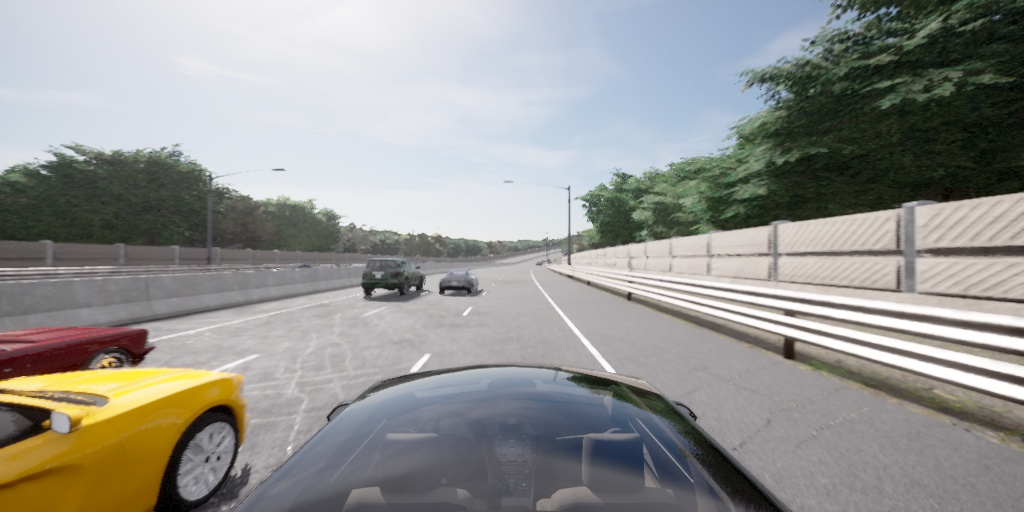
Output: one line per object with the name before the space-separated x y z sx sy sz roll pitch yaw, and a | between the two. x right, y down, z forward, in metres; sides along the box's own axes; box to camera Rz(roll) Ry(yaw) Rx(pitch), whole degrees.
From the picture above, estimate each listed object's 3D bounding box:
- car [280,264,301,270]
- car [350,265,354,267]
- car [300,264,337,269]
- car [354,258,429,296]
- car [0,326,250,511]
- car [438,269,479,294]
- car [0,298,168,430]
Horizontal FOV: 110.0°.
car | -23.943 1.612 40.090 1.837 1.490 4.892 0 -1 2
car | -16.964 1.639 39.586 1.812 1.442 4.674 0 -1 2
car | -20.482 1.702 39.170 1.895 1.301 4.718 0 -1 2
car | -6.738 1.142 20.858 2.150 2.045 5.566 0 -1 1
car | -3.384 1.220 1.302 1.882 1.535 5.008 0 -1 0
car | -3.211 1.504 22.208 1.994 1.385 4.181 0 -1 1
car | -6.893 1.362 3.821 1.895 1.301 4.718 0 -1 0
